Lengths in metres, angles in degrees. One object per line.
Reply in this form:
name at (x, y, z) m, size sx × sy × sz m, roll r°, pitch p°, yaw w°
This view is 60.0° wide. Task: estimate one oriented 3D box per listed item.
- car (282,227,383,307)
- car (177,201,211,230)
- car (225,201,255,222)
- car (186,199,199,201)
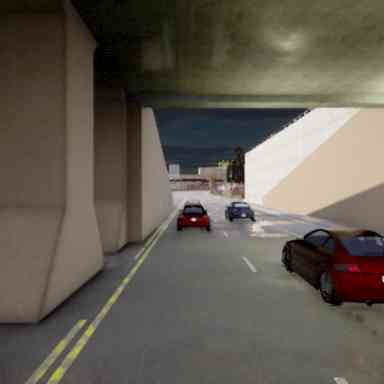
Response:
car at (3.599, 1.534, 8.000) m, size 1.994 × 1.385 × 4.181 m, roll 0°, pitch 0°, yaw 0°
car at (0.098, 1.489, 20.456) m, size 1.994 × 1.385 × 4.181 m, roll 0°, pitch 0°, yaw 0°
car at (3.597, 1.433, 25.410) m, size 1.812 × 1.442 × 4.674 m, roll 0°, pitch 0°, yaw 0°
car at (0.095, 1.464, 37.386) m, size 1.895 × 1.301 × 4.718 m, roll 0°, pitch 0°, yaw 0°
